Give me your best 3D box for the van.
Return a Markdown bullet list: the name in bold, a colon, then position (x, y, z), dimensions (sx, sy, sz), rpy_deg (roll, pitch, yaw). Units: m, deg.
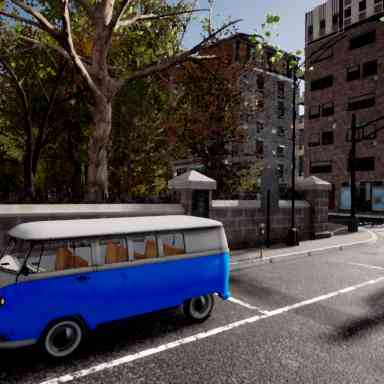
- **van**: position (-1.202, 1.342, 5.644), dimensions (3.998, 1.788, 1.690), rpy_deg (0, 1, -36)
